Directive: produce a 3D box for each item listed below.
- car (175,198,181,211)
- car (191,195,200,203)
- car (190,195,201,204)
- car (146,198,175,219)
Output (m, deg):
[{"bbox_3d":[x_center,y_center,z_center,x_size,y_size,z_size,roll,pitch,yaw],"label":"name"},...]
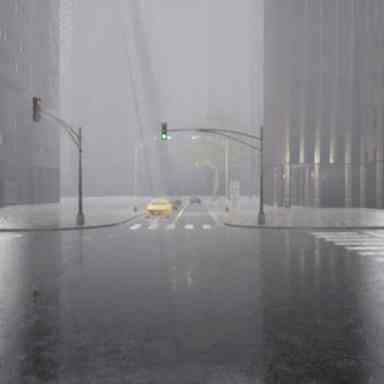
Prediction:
[{"bbox_3d":[-2.698,1.511,39.417,1.994,1.385,4.181,0,0,1],"label":"car"},{"bbox_3d":[0.718,1.343,68.995,1.837,1.490,4.892,0,0,1],"label":"car"},{"bbox_3d":[0.601,1.396,58.572,1.837,1.490,4.892,0,0,1],"label":"car"},{"bbox_3d":[-2.817,1.439,29.327,1.882,1.535,5.008,0,0,1],"label":"car"}]
